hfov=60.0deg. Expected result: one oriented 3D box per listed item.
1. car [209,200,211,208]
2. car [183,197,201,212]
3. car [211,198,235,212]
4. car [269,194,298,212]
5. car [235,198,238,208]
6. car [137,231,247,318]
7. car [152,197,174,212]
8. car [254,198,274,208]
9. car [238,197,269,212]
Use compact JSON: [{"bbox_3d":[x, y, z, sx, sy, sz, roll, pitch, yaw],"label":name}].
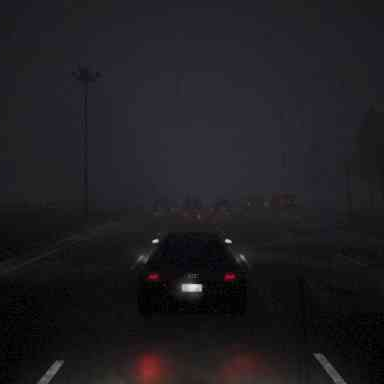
[{"bbox_3d":[3.494,1.601,48.895,1.895,1.301,4.718,0,0,0],"label":"car"},{"bbox_3d":[0.001,1.352,38.861,2.097,1.767,4.553,0,0,0],"label":"car"},{"bbox_3d":[3.498,1.505,38.623,1.837,1.490,4.892,0,0,0],"label":"car"},{"bbox_3d":[10.499,1.221,38.371,2.150,2.045,5.566,0,0,0],"label":"car"},{"bbox_3d":[6.990,1.547,48.161,2.033,1.411,5.357,0,0,0],"label":"car"},{"bbox_3d":[-0.002,1.564,7.539,1.994,1.385,4.181,0,0,0],"label":"car"},{"bbox_3d":[-3.499,1.505,38.878,1.837,1.490,4.892,0,0,0],"label":"car"},{"bbox_3d":[10.494,1.601,48.872,1.895,1.301,4.718,0,0,0],"label":"car"},{"bbox_3d":[6.998,1.352,38.421,2.097,1.767,4.553,0,0,0],"label":"car"}]
